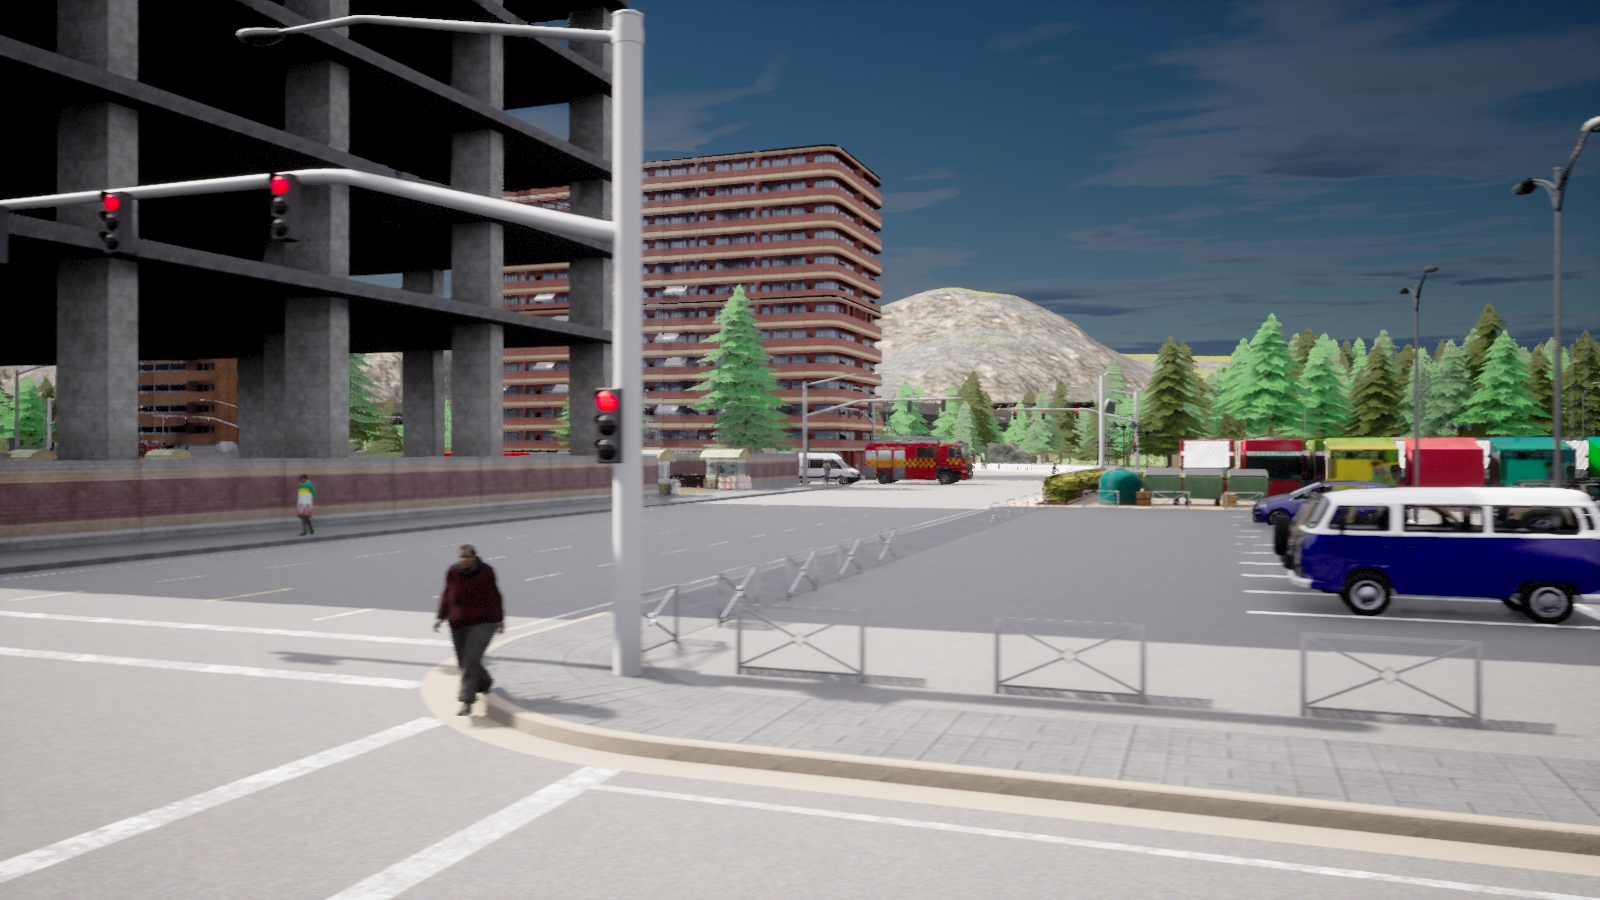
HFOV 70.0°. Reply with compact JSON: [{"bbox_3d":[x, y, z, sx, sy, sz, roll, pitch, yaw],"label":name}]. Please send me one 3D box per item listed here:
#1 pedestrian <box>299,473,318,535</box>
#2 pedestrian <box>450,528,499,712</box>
[{"bbox_3d":[-14.892,1.636,34.595,0.375,1.860,0.375,0,0,18],"label":"pedestrian"},{"bbox_3d":[-3.399,1.763,11.936,0.375,1.860,0.375,0,0,8],"label":"pedestrian"}]
